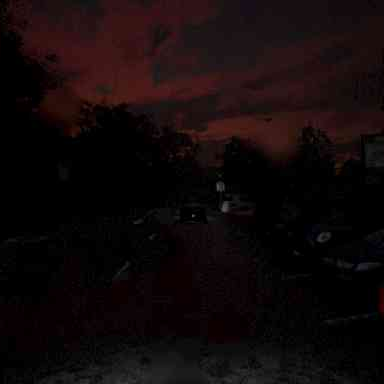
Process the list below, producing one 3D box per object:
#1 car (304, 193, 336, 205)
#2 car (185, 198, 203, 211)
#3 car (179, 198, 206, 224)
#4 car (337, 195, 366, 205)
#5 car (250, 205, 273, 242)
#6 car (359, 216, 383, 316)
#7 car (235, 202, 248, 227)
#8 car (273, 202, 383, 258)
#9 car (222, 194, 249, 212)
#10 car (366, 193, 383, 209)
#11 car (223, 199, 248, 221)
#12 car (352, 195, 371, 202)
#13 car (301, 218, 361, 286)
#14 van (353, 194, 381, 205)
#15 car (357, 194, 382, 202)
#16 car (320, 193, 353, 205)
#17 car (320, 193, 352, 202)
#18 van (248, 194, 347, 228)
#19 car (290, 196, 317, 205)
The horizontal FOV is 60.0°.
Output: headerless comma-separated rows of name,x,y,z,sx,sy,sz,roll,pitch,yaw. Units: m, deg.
car,23.918,1.308,62.457,2.435,2.045,5.566,0,-1,-21
car,0.296,1.542,42.497,1.837,1.490,4.892,-1,0,6
car,0.072,1.498,25.323,1.882,1.535,5.008,0,0,0
car,29.974,1.437,62.629,2.185,1.767,4.553,1,-1,-22
car,5.359,1.494,14.266,5.008,1.535,2.097,1,0,-20
car,5.329,1.361,5.246,4.553,1.767,2.185,1,0,-20
car,5.368,1.540,20.268,4.674,1.452,2.002,1,0,-20
car,5.400,1.366,11.263,4.553,1.767,2.185,1,0,-20
car,5.365,1.258,29.303,5.566,2.045,2.435,1,0,-20
car,27.153,1.287,45.587,2.435,2.045,5.566,-1,1,-22
car,5.182,1.498,23.210,5.366,1.575,1.946,1,0,-20
car,21.229,1.565,45.427,2.163,1.488,4.792,-1,1,-22
car,5.365,1.529,8.254,4.674,1.452,2.002,1,0,-20
van,32.954,1.339,62.784,1.878,1.987,4.442,0,-1,-22
car,24.195,1.285,45.510,2.435,2.045,5.566,-1,1,-22
car,26.978,1.309,62.497,2.435,2.045,5.566,1,-1,-22
car,18.314,1.283,45.309,2.435,2.045,5.566,0,1,-21
van,5.477,1.273,17.311,4.442,1.987,1.878,1,0,-20
car,20.895,1.587,62.372,2.163,1.488,4.792,0,-1,-21
